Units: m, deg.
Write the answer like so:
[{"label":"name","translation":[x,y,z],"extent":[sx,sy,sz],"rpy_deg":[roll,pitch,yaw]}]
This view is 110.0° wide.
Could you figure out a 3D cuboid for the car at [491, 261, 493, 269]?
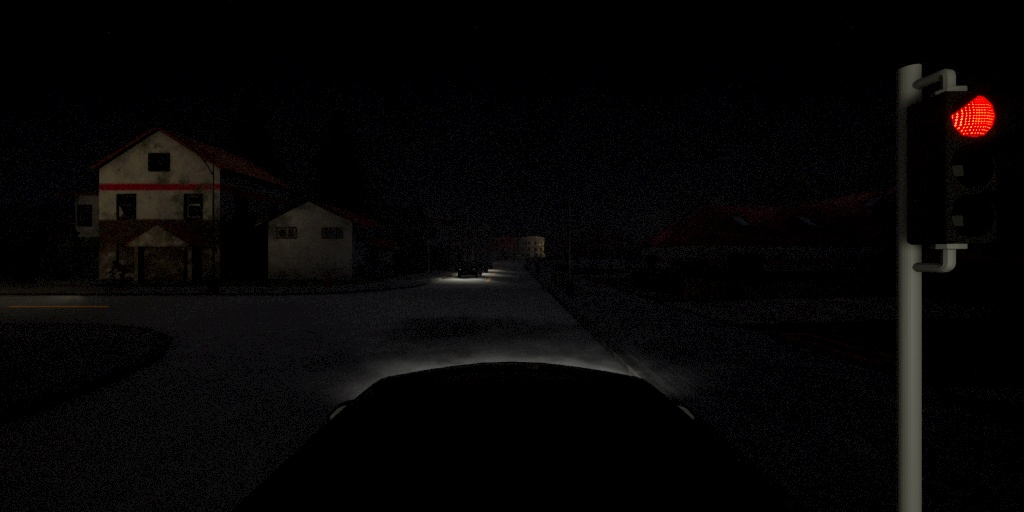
[{"label":"car","translation":[-4.027,1.227,55.431],"extent":[1.882,1.535,5.008],"rpy_deg":[0,0,0]}]

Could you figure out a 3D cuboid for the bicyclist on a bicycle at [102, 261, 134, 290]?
[{"label":"bicyclist on a bicycle","translation":[-22.523,1.099,20.511],"extent":[0.582,1.620,1.656],"rpy_deg":[0,0,0]}]

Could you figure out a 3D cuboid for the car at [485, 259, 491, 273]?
[{"label":"car","translation":[-4.055,1.227,44.932],"extent":[1.882,1.535,5.008],"rpy_deg":[0,0,0]}]

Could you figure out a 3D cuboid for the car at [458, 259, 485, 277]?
[{"label":"car","translation":[-4.085,1.227,35.278],"extent":[1.882,1.535,5.008],"rpy_deg":[0,0,2]}]
